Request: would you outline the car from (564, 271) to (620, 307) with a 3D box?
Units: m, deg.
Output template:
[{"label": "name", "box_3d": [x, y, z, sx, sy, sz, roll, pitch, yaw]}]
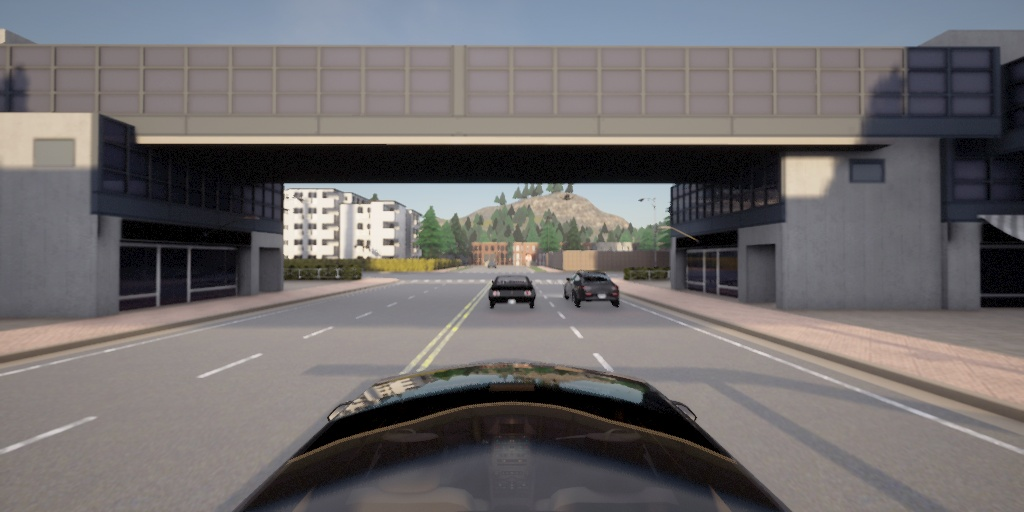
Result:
[{"label": "car", "box_3d": [3.507, 1.411, 16.237, 1.812, 1.442, 4.674, 0, 0, 0]}]

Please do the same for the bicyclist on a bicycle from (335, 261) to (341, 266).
[{"label": "bicyclist on a bicycle", "box_3d": [-25.271, 1.518, 52.073, 0.582, 1.620, 1.656, 0, 0, 0]}]

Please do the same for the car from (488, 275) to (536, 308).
[{"label": "car", "box_3d": [0.004, 1.483, 15.954, 1.895, 1.301, 4.718, 0, 0, 0]}]
